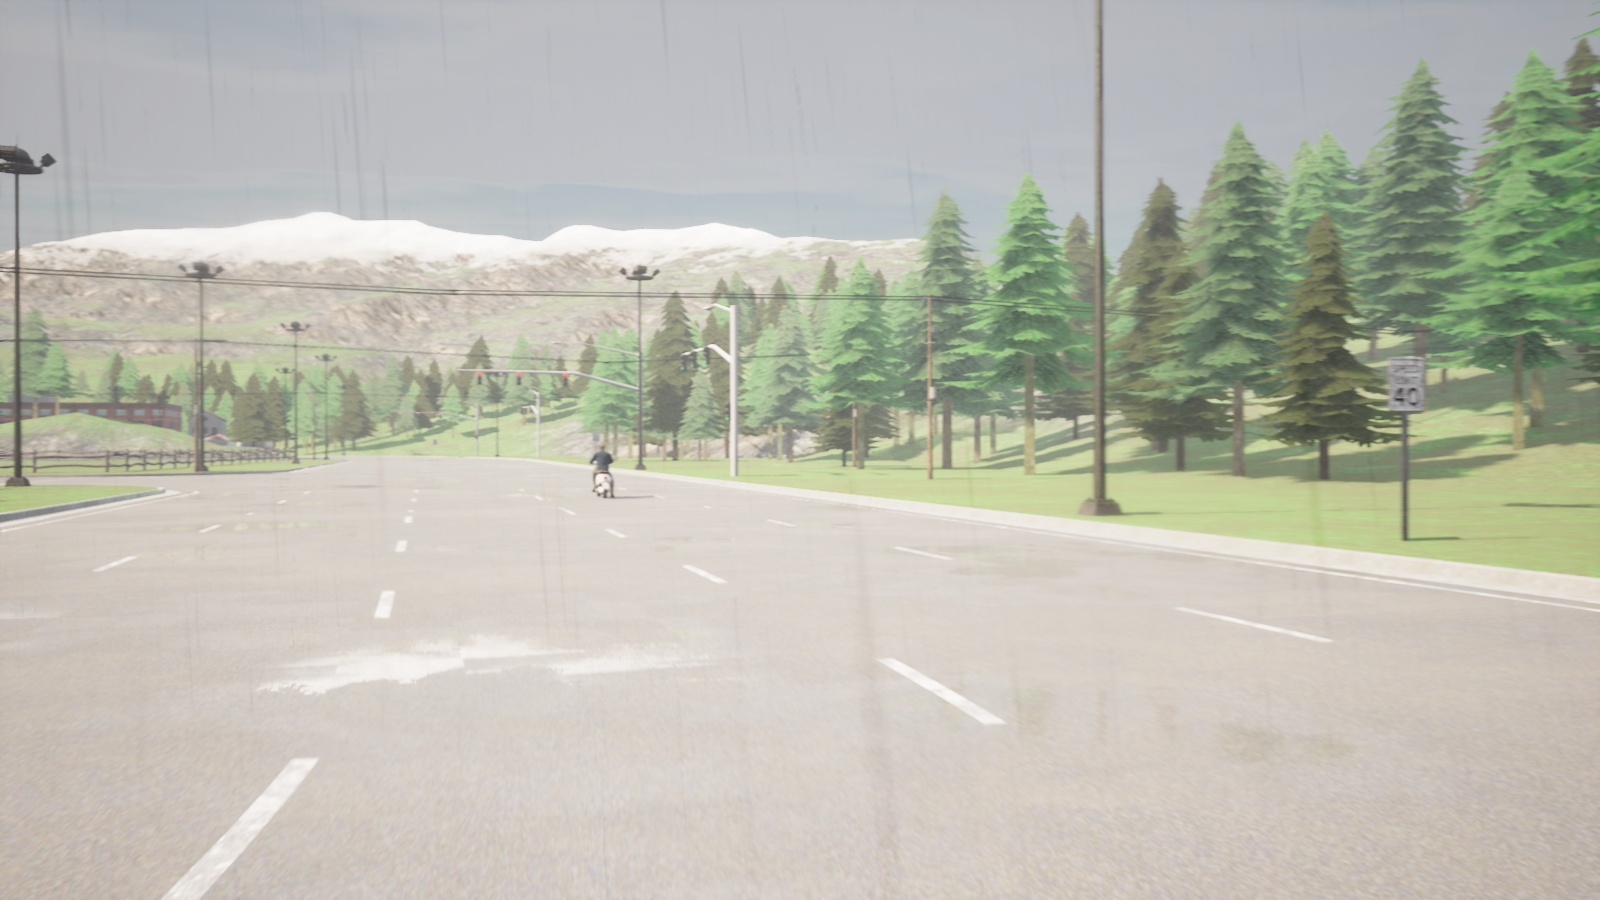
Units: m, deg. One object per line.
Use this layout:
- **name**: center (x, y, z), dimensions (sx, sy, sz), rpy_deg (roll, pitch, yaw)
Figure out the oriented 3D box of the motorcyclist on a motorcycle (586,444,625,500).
- **motorcyclist on a motorcycle**: center (-5.685, 0.616, 36.634), dimensions (0.866, 1.590, 1.817), rpy_deg (0, 0, -16)
